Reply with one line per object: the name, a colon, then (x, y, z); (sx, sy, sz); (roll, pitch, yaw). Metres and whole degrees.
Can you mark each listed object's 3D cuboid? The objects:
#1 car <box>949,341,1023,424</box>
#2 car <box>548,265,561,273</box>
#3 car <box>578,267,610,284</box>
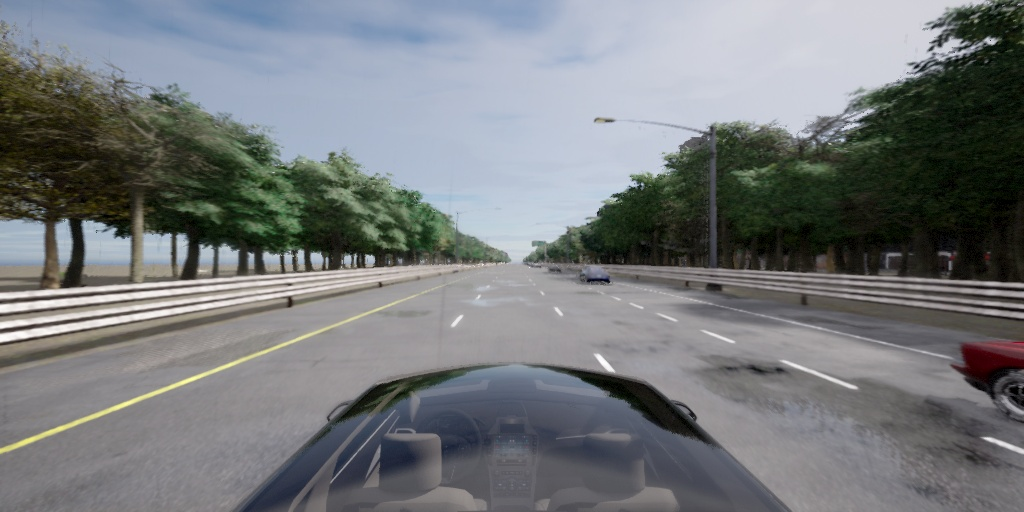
car: (6.999, 1.360, 2.766); (1.895, 1.301, 4.718); (0, 0, 0)
car: (7.173, 2.153, 61.015); (1.895, 1.301, 4.718); (0, -1, 0)
car: (7.039, 1.609, 30.974); (1.994, 1.385, 4.181); (0, -1, 0)
